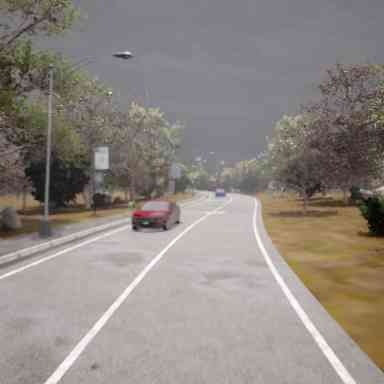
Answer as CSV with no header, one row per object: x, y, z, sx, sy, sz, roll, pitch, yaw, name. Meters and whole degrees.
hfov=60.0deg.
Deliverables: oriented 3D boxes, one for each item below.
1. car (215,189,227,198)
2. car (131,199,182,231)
5.089,0.188,59.081,1.882,1.535,5.008,0,1,5,car
-1.850,1.175,18.518,1.882,1.535,5.008,0,1,9,car
